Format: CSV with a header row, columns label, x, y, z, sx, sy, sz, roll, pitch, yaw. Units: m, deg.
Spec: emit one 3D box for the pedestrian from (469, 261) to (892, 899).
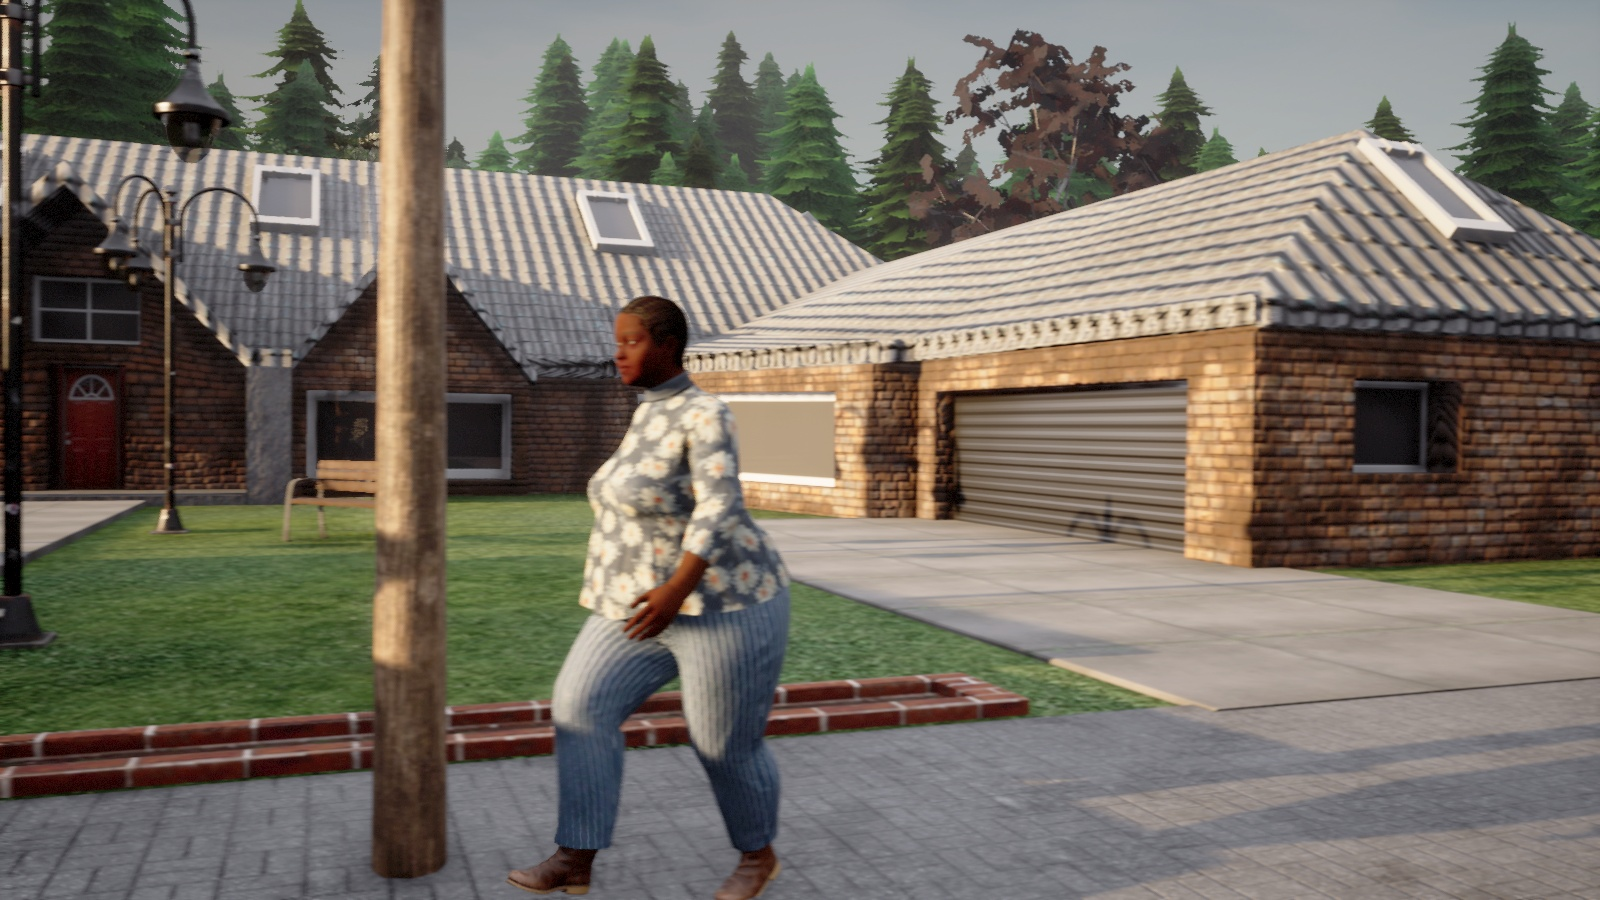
label,x,y,z,sx,sy,sz,roll,pitch,yaw
pedestrian,-0.365,0.451,3.724,0.900,1.855,0.874,-1,1,-37
